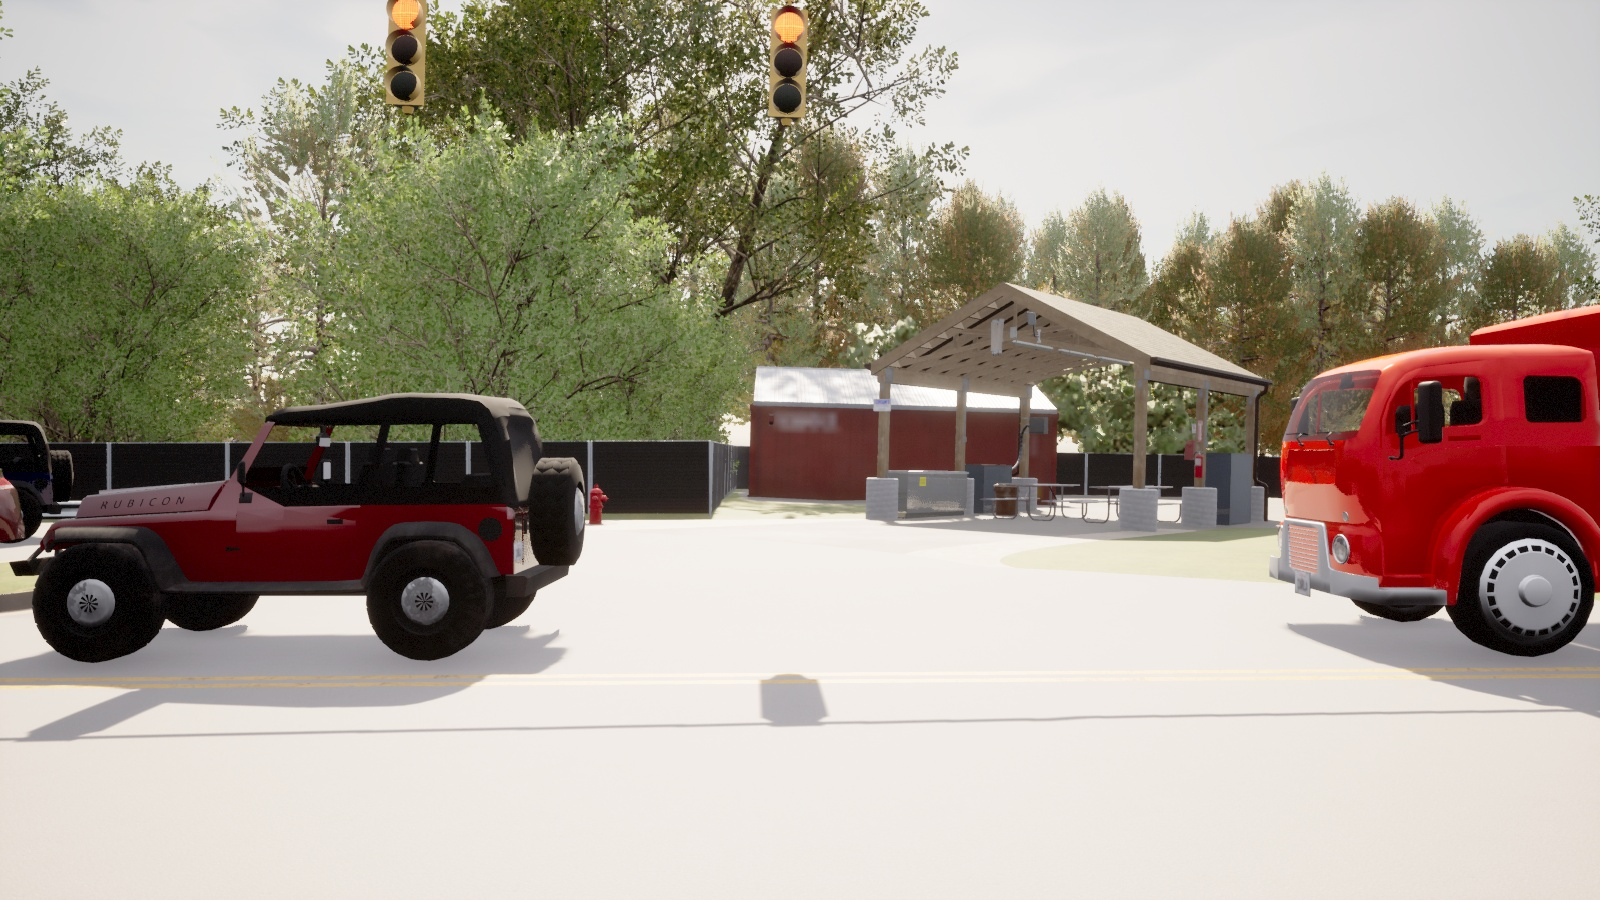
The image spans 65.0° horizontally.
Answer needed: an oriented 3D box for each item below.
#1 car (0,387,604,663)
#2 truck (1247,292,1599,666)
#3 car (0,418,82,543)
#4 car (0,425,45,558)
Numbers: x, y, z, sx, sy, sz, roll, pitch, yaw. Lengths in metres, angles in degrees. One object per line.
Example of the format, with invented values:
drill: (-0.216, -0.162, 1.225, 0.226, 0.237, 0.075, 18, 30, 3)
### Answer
car: (-3.577, 0.518, 9.586, 3.866, 1.878, 1.905, 0, 0, 0)
truck: (6.484, 0.191, 9.585, 5.204, 2.467, 2.627, 0, 0, 1)
car: (-13.278, 0.428, 19.139, 3.866, 1.878, 1.905, 1, 1, -36)
car: (-12.020, 0.471, 14.677, 2.152, 1.651, 5.027, 1, 0, 41)
